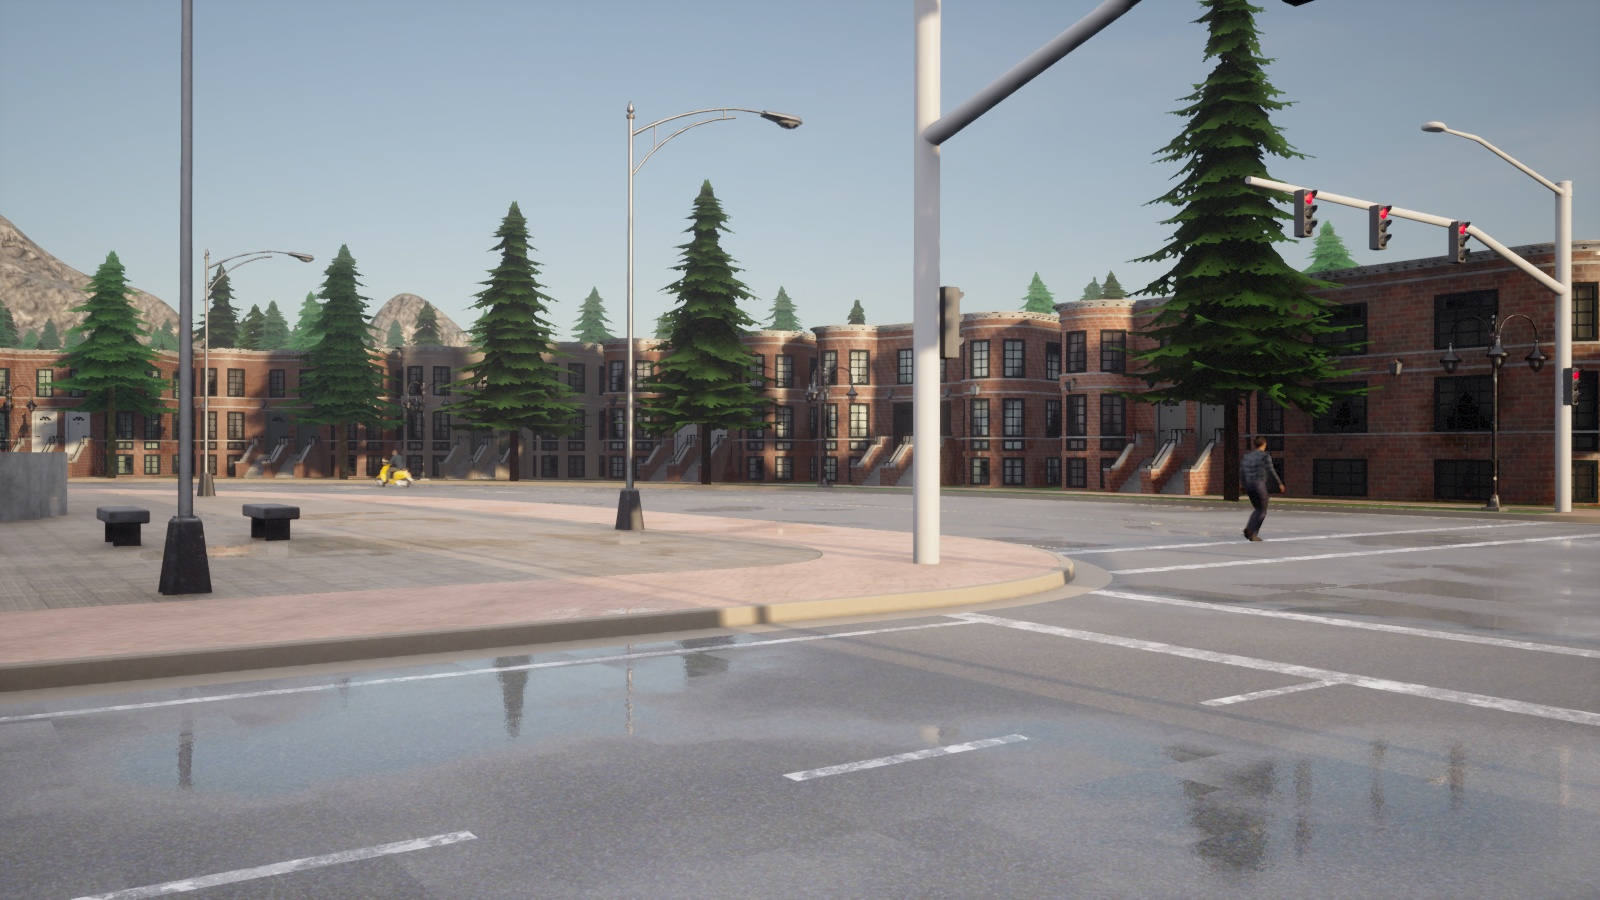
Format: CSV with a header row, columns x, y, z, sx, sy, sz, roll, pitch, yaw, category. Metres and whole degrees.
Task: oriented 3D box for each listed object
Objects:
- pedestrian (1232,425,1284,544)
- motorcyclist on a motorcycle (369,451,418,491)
x,y,z,sx,sy,sz,roll,pitch,yaw,category
7.641,0.568,20.959,0.788,1.949,0.423,0,0,-33,pedestrian
-16.821,0.861,52.004,1.817,1.590,0.866,0,0,23,motorcyclist on a motorcycle
